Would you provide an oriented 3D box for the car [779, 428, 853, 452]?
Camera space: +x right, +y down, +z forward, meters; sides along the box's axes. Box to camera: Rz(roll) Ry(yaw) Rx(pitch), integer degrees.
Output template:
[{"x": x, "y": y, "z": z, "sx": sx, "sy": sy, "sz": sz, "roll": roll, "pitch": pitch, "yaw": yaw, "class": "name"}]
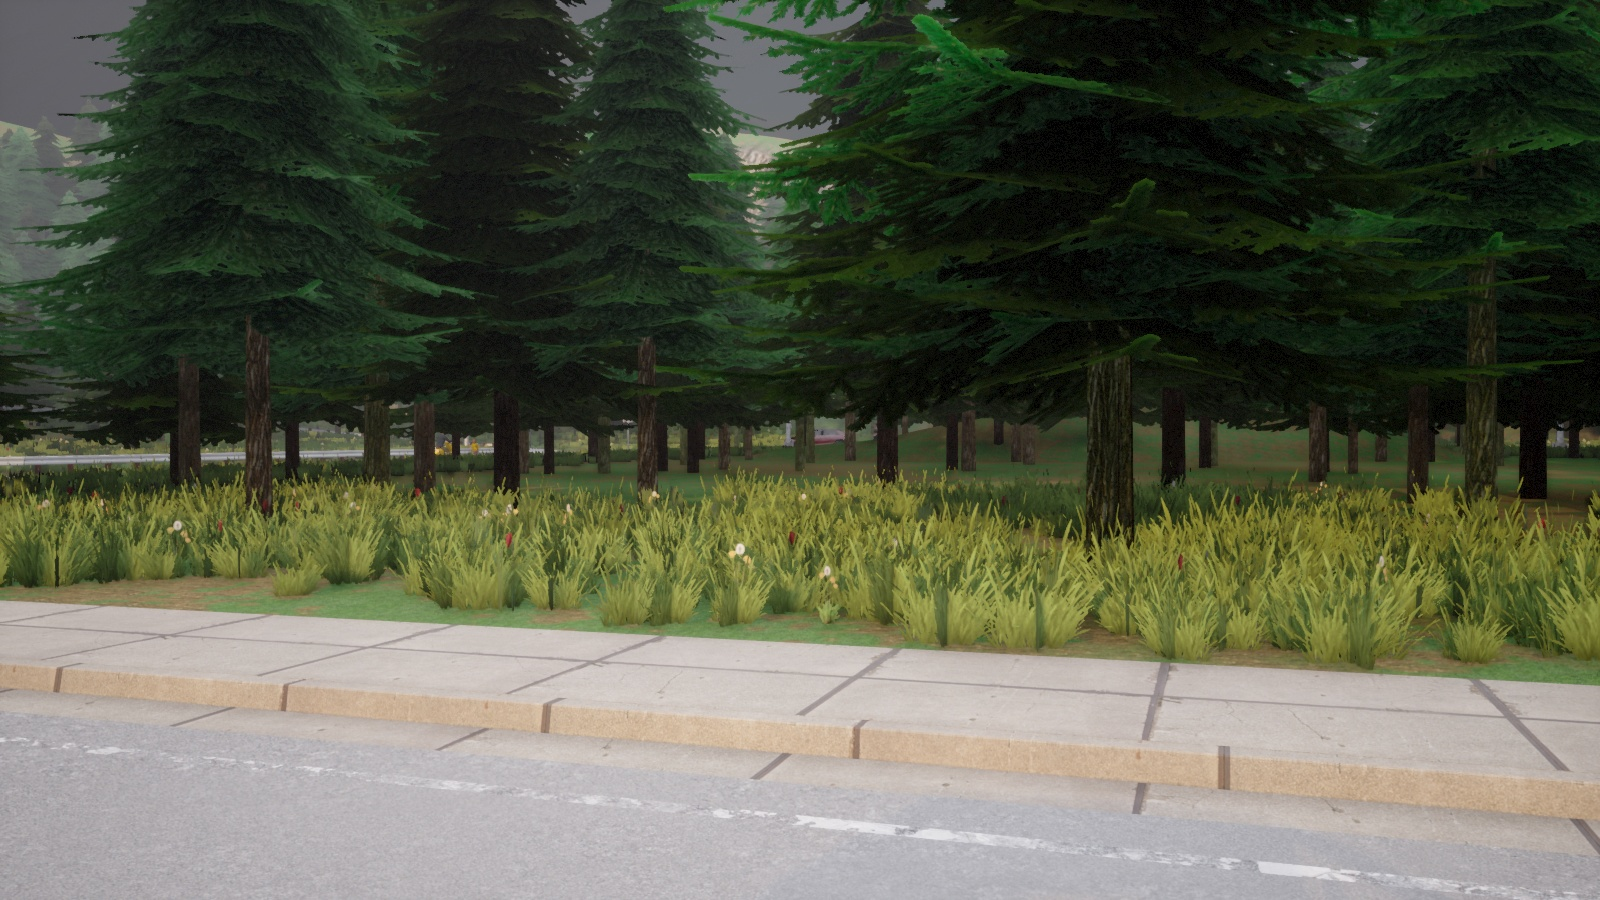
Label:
[{"x": 1.150, "y": -0.697, "z": 89.389, "sx": 4.856, "sy": 1.649, "sz": 2.033, "roll": 0, "pitch": 1, "yaw": -16, "class": "car"}]
